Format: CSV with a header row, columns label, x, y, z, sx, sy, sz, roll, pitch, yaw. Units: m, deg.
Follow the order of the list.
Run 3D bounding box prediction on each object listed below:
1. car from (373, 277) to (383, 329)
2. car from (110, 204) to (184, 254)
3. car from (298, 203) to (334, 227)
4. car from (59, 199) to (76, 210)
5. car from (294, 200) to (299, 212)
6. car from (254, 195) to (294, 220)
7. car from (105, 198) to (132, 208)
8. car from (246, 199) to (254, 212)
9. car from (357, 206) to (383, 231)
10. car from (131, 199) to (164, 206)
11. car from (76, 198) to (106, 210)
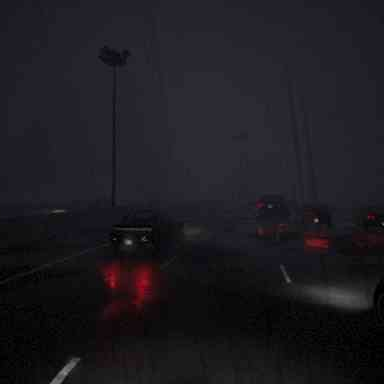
label,x,y,z,sx,sy,sz,roll,pitch,yaw
car,3.911,1.539,3.759,1.812,1.442,4.674,0,0,4
car,-1.641,1.478,13.580,2.128,1.511,4.902,0,0,12
car,8.581,1.528,22.885,1.837,1.490,4.892,0,0,21
car,-14.120,1.514,41.747,2.033,1.411,5.357,0,0,23
car,11.744,1.593,39.805,1.994,1.385,4.181,0,0,23
car,7.225,1.240,28.918,2.150,2.045,5.566,0,0,22
car,-7.698,1.484,38.961,1.812,1.442,4.674,0,0,23
car,7.743,1.517,39.301,1.837,1.490,4.892,0,0,23
car,11.417,1.561,20.512,1.812,1.442,4.674,0,0,20
car,-4.464,1.565,37.622,1.895,1.301,4.718,0,0,23
car,-11.059,1.430,40.005,2.128,1.511,4.902,0,0,23
